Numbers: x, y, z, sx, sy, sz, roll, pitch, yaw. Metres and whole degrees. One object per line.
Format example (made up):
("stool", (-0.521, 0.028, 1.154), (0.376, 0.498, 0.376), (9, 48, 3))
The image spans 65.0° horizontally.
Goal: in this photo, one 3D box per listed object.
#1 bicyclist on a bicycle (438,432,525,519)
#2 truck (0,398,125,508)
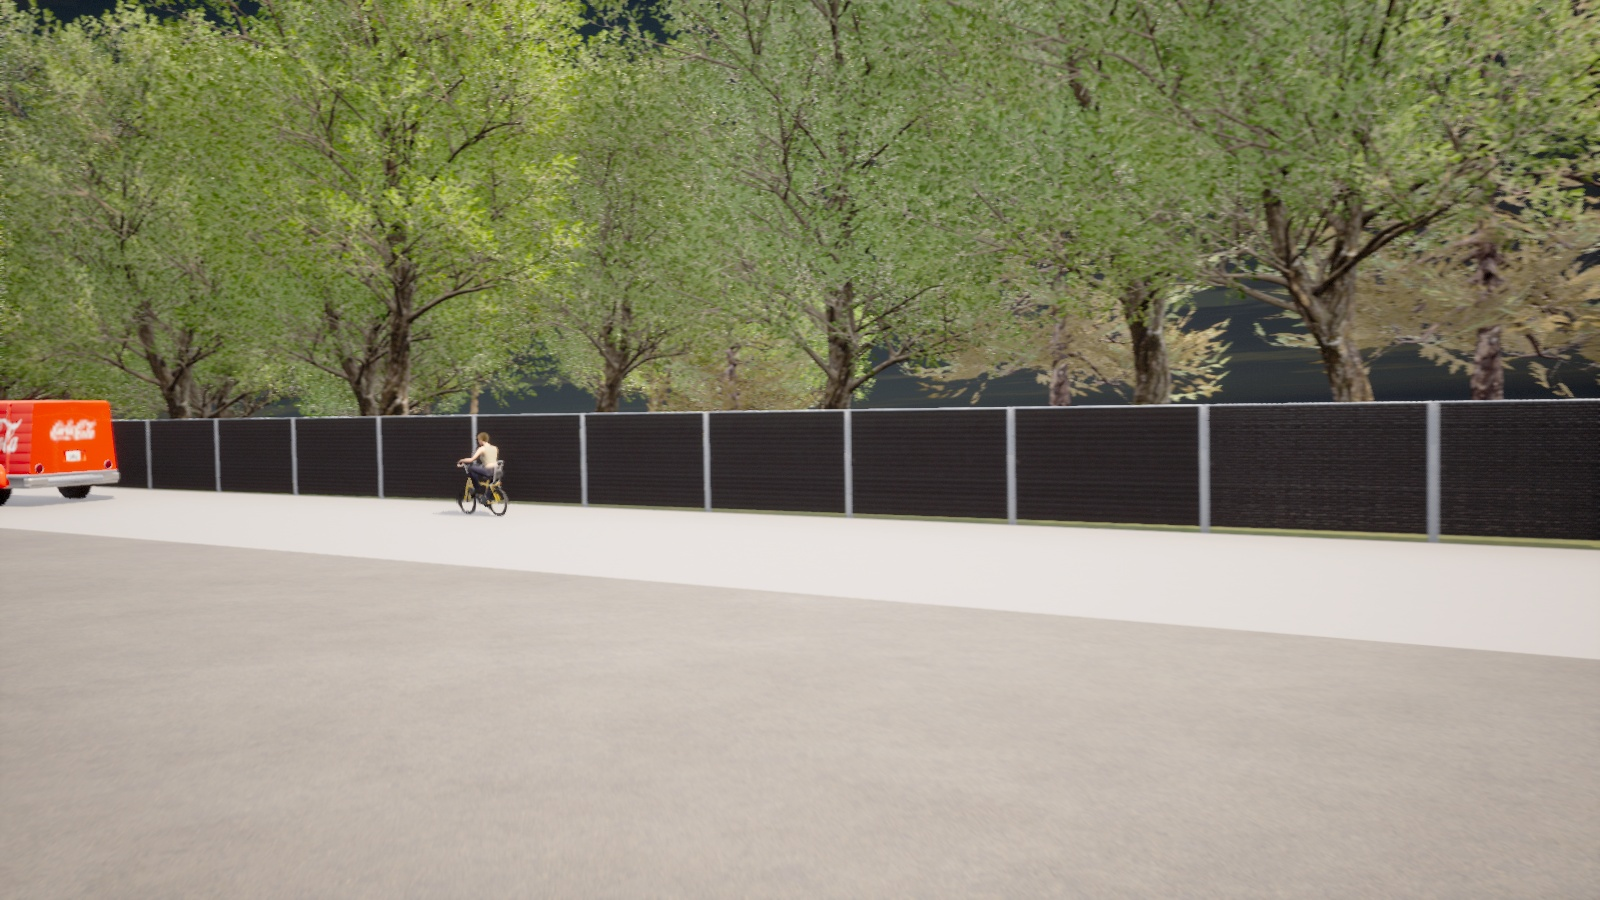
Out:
("bicyclist on a bicycle", (-6.168, 0.465, 24.311), (1.509, 1.612, 0.866), (1, 3, 39))
("truck", (-19.549, 0.021, 30.593), (5.204, 2.467, 2.627), (0, 2, 21))
